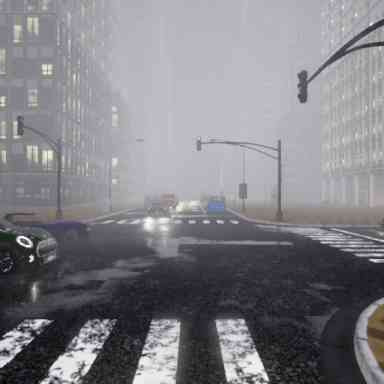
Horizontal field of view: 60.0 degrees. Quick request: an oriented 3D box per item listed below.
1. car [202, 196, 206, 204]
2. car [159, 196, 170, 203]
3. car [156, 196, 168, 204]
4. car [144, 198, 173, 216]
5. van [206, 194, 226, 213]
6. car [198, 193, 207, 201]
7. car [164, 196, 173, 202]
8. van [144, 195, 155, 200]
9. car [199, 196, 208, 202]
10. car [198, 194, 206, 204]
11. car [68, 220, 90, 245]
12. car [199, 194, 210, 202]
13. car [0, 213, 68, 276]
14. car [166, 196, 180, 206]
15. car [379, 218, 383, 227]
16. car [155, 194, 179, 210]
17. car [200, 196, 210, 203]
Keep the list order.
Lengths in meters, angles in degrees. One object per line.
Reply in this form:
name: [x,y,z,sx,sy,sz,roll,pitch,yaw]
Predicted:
car: [2.628,1.544,41.479,1.887,1.381,4.507,0,0,0]
car: [-5.662,1.548,69.205,2.008,1.369,4.403,0,0,0]
car: [-5.685,1.564,63.667,1.947,1.339,4.313,0,0,0]
car: [-3.223,1.600,32.908,1.895,1.301,4.718,0,0,0]
van: [2.696,1.340,35.940,1.690,1.788,3.998,0,0,0]
car: [2.788,1.309,85.790,2.192,1.841,5.009,0,0,0]
car: [-5.616,1.577,80.285,1.802,1.307,4.206,0,0,0]
van: [-5.752,1.340,47.049,1.690,1.788,3.998,0,0,0]
car: [2.764,1.561,80.251,1.947,1.339,4.313,0,0,0]
car: [2.696,1.313,63.633,2.192,1.841,5.009,0,0,0]
car: [-6.889,1.572,14.377,4.718,1.301,1.895,1,0,-22]
car: [2.742,1.311,74.712,2.192,1.841,5.009,0,0,0]
car: [-6.396,1.313,9.746,4.553,1.767,2.097,1,0,-1]
car: [-3.117,1.491,55.463,2.128,1.511,4.902,0,0,0]
car: [14.401,1.685,20.126,5.357,1.411,2.033,0,0,-1]
car: [-3.172,1.221,43.670,2.150,2.045,5.566,0,0,0]
car: [2.718,1.542,69.172,1.887,1.381,4.507,0,0,0]
